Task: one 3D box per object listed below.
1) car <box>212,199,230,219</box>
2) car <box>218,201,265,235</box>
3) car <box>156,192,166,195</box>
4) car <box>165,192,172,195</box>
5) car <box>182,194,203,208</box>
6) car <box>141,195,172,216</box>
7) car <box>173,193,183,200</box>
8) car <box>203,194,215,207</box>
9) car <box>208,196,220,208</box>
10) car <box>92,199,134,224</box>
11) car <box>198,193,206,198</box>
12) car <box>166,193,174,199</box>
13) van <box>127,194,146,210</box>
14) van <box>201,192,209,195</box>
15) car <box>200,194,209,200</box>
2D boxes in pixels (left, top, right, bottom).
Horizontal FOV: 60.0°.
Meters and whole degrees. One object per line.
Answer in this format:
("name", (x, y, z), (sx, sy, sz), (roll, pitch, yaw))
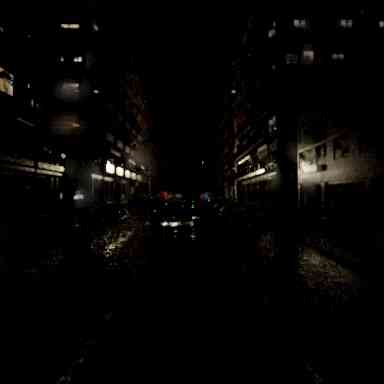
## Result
("car", (2.710, 1.402, 23.631), (1.947, 1.339, 4.313), (1, 0, 0))
("car", (2.709, 1.420, 17.935), (1.887, 1.381, 4.507), (1, 0, 0))
("car", (-5.664, 1.190, 52.052), (2.008, 1.369, 4.403), (1, 0, 0))
("car", (-5.657, 0.877, 63.443), (2.192, 1.841, 5.009), (1, 0, 0))
("car", (0.111, 1.315, 41.255), (1.895, 1.301, 4.718), (0, 0, 0))
("car", (-3.090, 1.296, 30.022), (1.837, 1.490, 4.892), (0, 0, 0))
("car", (-2.982, 1.032, 72.322), (2.033, 1.411, 5.357), (0, 0, 0))
("car", (2.714, 1.269, 40.720), (2.008, 1.369, 4.403), (1, 0, 0))
("car", (2.711, 1.362, 29.327), (1.947, 1.339, 4.313), (1, 0, 0))
("car", (-5.671, 1.402, 23.570), (1.947, 1.339, 4.313), (1, 0, 0))
("car", (2.726, 0.912, 91.986), (1.887, 1.381, 4.507), (1, 0, 0))
("car", (-5.629, 0.932, 86.059), (1.752, 1.417, 4.829), (1, 0, 0))
("van", (-5.664, 1.098, 34.962), (1.690, 1.788, 3.998), (1, 0, 0))
("van", (2.721, 0.981, 52.111), (1.690, 1.788, 3.998), (1, 0, 0))
("car", (2.722, 1.065, 74.897), (1.802, 1.307, 4.206), (1, 0, 0))
